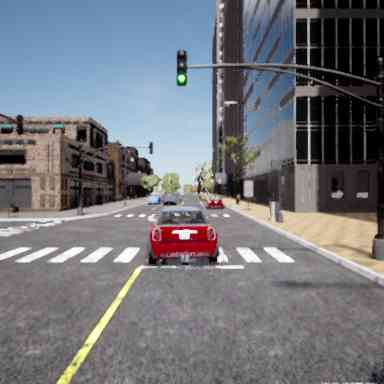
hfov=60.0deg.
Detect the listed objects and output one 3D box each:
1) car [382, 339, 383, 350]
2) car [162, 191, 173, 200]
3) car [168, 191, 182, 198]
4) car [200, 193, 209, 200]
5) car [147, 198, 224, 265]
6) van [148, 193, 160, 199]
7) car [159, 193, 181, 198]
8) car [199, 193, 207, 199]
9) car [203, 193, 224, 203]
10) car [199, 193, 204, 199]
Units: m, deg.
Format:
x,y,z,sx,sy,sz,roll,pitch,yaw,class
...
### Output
x,y,z,sx,sy,sz,roll,pitch,yaw,class
2.840,1.513,1.536,1.752,1.417,4.829,1,0,0,car
-5.664,0.755,78.066,2.192,1.841,5.009,1,0,0,car
-3.021,0.897,63.326,2.097,1.767,4.553,0,0,1,car
2.712,1.003,72.691,1.752,1.417,4.829,1,0,0,car
-0.471,1.266,11.618,2.097,1.767,4.553,0,0,-7,car
-5.668,0.978,50.396,1.690,1.788,3.998,1,0,0,van
-3.081,1.203,47.730,2.033,1.411,5.357,0,0,0,car
2.713,0.945,83.591,1.887,1.381,4.507,1,0,0,car
2.709,1.156,39.312,1.967,1.590,4.097,1,0,0,car
2.711,1.043,67.157,1.752,1.417,4.829,1,0,0,car
